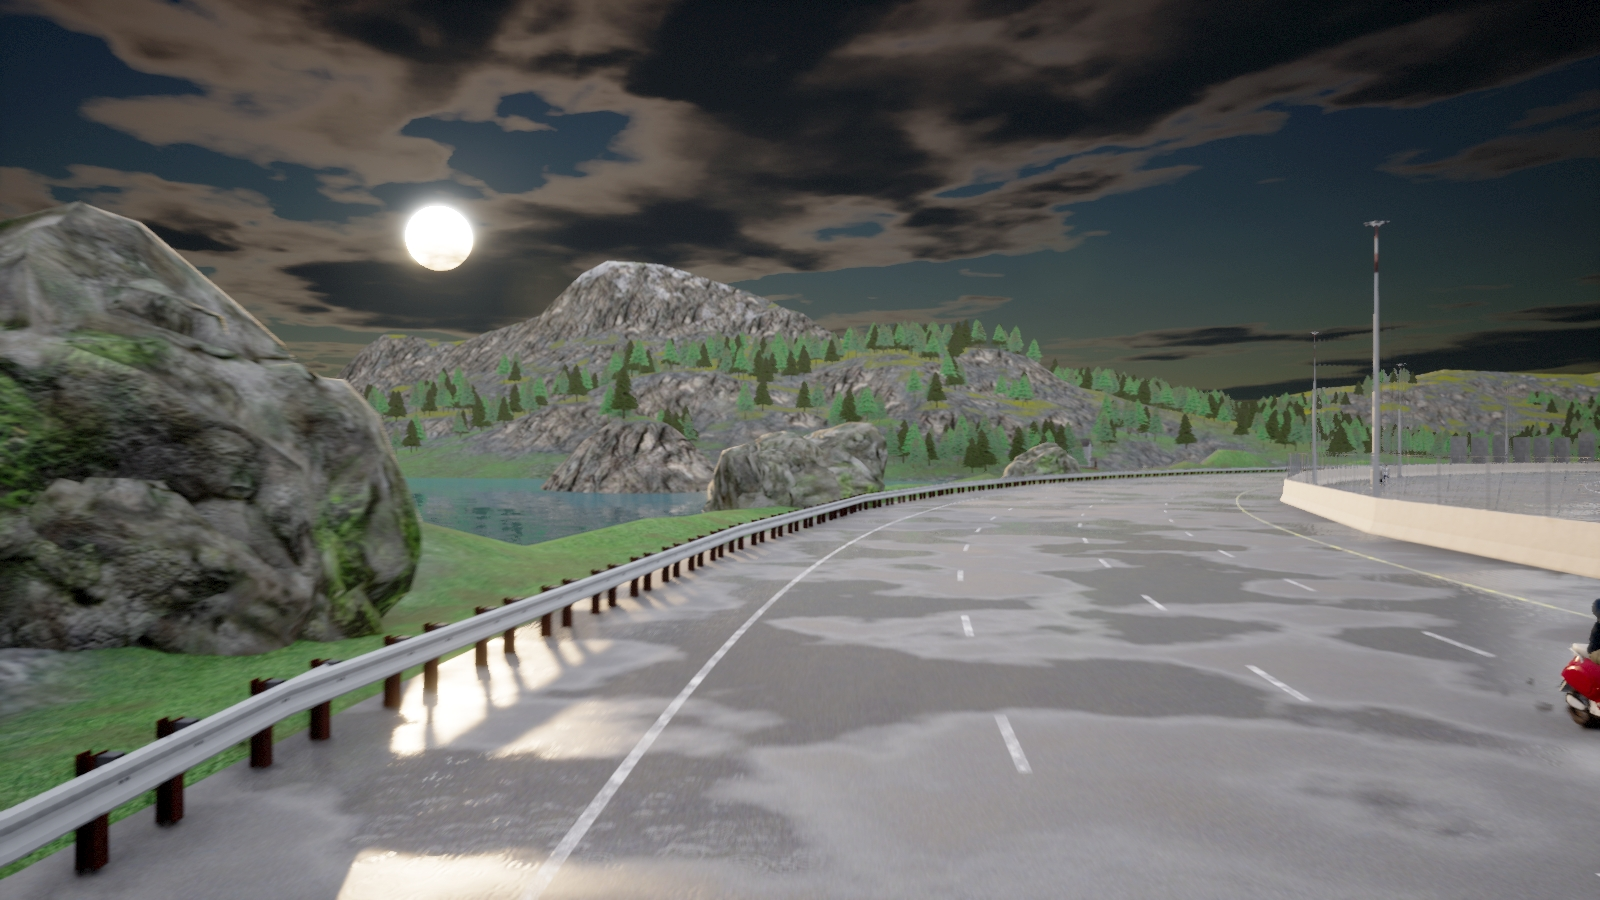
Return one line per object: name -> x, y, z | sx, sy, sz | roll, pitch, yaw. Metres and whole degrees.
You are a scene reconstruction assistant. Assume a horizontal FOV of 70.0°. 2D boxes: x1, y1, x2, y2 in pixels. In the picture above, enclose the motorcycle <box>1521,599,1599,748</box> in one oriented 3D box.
motorcycle -> 7.960, 2.192, 11.004 | 0.856, 1.236, 1.805 | 3, 0, 1
